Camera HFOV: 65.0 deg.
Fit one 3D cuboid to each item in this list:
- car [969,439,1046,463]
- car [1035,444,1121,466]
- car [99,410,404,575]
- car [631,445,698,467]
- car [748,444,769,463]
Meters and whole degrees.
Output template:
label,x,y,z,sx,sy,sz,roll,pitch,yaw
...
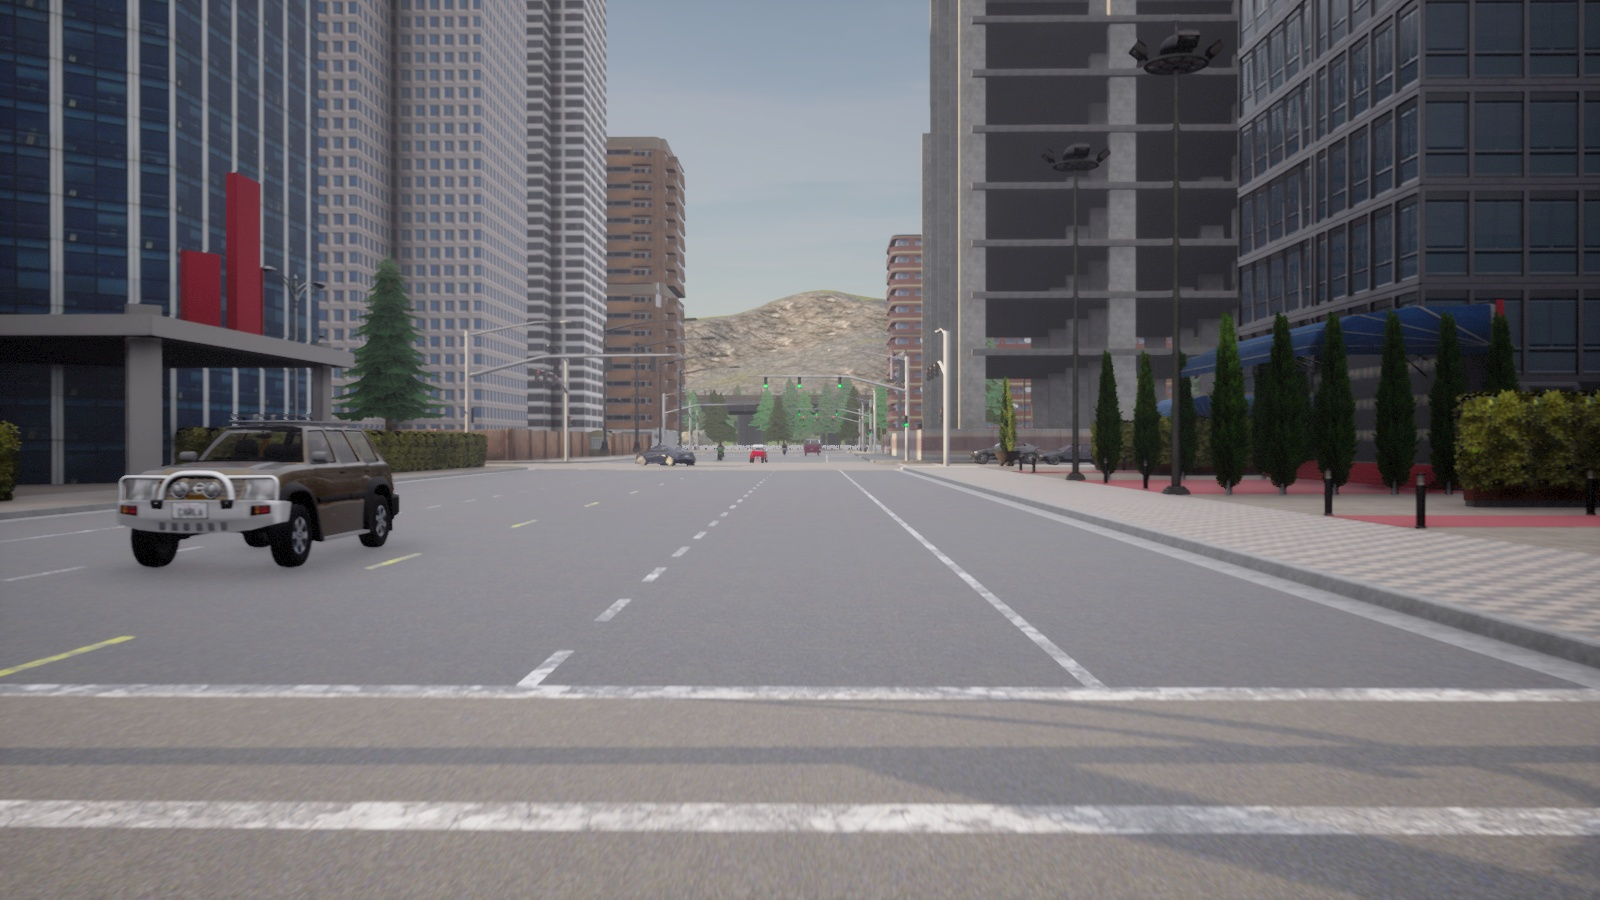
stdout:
label,x,y,z,sx,sy,sz,roll,pitch,yaw
car,14.383,0.044,87.418,5.027,1.651,2.152,0,0,1
car,18.531,0.336,83.869,5.357,1.411,2.033,0,0,1
car,-6.889,0.465,16.410,1.932,1.855,4.605,0,0,1
car,-8.734,0.347,80.881,4.181,1.385,1.994,0,0,42
car,-3.152,0.263,94.994,1.481,1.376,2.207,0,1,0
